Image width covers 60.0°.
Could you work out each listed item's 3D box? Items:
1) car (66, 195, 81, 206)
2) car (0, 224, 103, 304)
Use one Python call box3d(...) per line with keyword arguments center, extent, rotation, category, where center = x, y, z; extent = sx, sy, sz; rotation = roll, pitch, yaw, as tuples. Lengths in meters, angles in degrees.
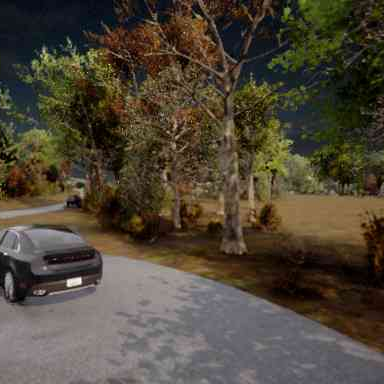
box3d(center=(-22.293, 1.565, 63.353), extent=(2.150, 2.045, 5.566), rotation=(-1, 1, -7), category="car")
box3d(center=(-4.084, 1.577, 8.490), extent=(1.837, 1.490, 4.892), rotation=(1, 0, -44), category="car")
